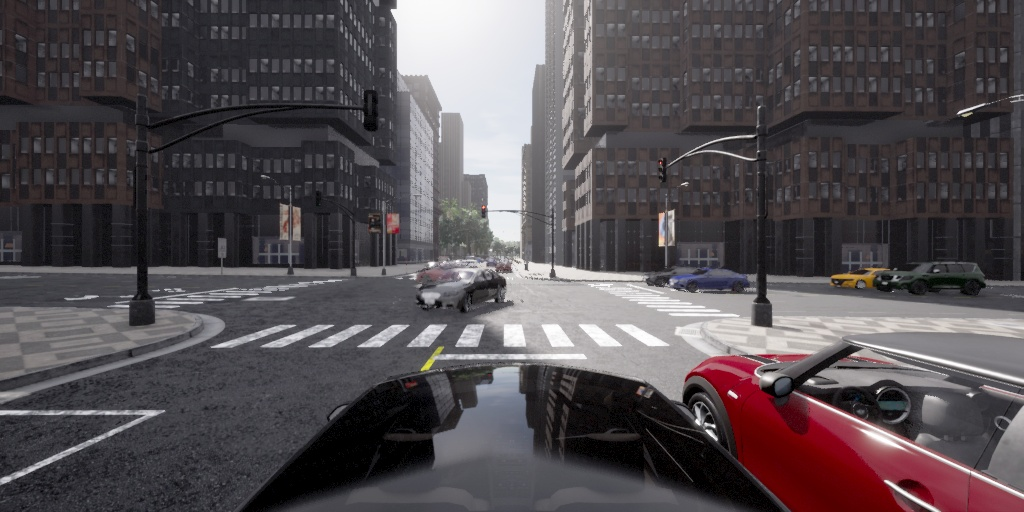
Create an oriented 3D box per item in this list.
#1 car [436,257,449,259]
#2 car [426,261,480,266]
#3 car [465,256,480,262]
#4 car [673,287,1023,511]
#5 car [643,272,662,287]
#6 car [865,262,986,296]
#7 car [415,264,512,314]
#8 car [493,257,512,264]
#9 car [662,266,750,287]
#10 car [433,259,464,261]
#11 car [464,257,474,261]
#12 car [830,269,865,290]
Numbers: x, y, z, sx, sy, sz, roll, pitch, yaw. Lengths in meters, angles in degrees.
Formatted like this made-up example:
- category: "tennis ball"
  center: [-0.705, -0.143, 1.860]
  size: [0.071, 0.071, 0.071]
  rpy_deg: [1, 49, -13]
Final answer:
- category: "car"
  center: [-9.520, 1.084, 48.868]
  size: [2.192, 1.841, 5.009]
  rpy_deg: [0, 0, -1]
- category: "car"
  center: [-4.591, 1.271, 25.377]
  size: [4.181, 1.385, 1.994]
  rpy_deg: [1, 0, -1]
- category: "car"
  center: [-6.983, 1.015, 59.250]
  size: [2.150, 2.045, 5.566]
  rpy_deg: [0, 0, 0]
- category: "car"
  center: [2.761, 1.190, 2.195]
  size: [1.967, 1.591, 4.097]
  rpy_deg: [0, 0, 0]
- category: "car"
  center: [11.820, 1.468, 25.652]
  size: [4.674, 1.442, 1.812]
  rpy_deg: [1, 0, 1]
- category: "car"
  center: [26.130, 1.372, 22.546]
  size: [5.566, 2.045, 2.150]
  rpy_deg: [0, 0, -2]
- category: "car"
  center: [-1.807, 1.238, 14.072]
  size: [2.128, 1.511, 4.902]
  rpy_deg: [0, 0, 22]
- category: "car"
  center: [-0.920, 1.197, 43.559]
  size: [1.967, 1.591, 4.097]
  rpy_deg: [0, 0, -1]
- category: "car"
  center: [12.209, 1.477, 22.270]
  size: [4.674, 1.442, 1.812]
  rpy_deg: [1, 0, -3]
- category: "car"
  center: [-6.698, 1.294, 38.352]
  size: [2.033, 1.411, 5.357]
  rpy_deg: [0, 0, -1]
- category: "car"
  center: [-6.849, 1.260, 48.618]
  size: [2.128, 1.511, 4.902]
  rpy_deg: [0, 0, -1]
- category: "car"
  center: [25.801, 1.623, 25.779]
  size: [5.008, 1.535, 1.882]
  rpy_deg: [0, 0, -1]
